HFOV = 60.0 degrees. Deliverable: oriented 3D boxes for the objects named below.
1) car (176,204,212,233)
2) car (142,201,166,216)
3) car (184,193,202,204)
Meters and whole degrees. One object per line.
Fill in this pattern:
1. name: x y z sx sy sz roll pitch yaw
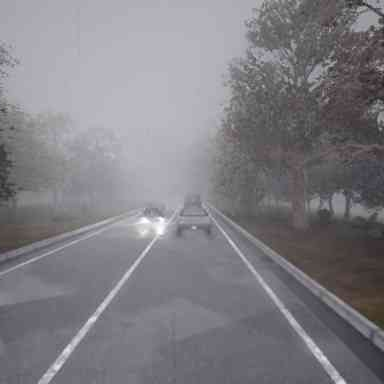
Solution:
1. car: 0.104 1.596 19.751 1.895 1.301 4.718 0 0 0
2. car: -3.593 1.583 32.156 1.895 1.301 4.718 0 0 0
3. car: 0.105 1.166 43.282 2.150 2.045 5.566 0 0 0
